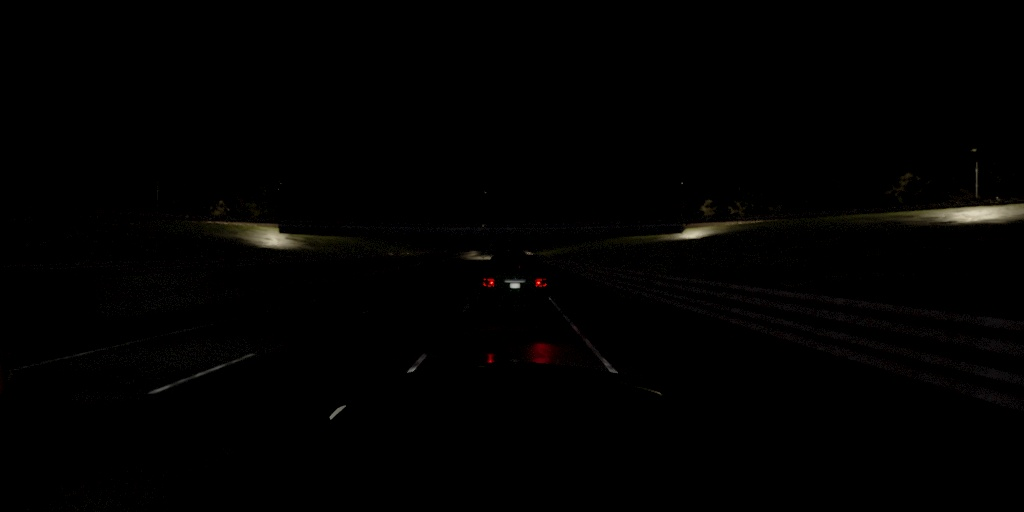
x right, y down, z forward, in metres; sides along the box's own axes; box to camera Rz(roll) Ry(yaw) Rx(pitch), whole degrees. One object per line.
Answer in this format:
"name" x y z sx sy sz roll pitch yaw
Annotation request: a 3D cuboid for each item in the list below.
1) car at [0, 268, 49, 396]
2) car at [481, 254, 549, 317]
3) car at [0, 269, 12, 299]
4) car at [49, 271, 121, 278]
"car" -6.900 0.971 1.702 2.150 2.045 5.566 0 0 0
"car" 0.107 0.958 13.264 2.150 2.045 5.566 0 0 0
"car" -24.508 1.301 14.767 1.994 1.385 4.181 0 0 0
"car" -17.511 1.298 14.440 1.994 1.385 4.181 0 0 0
